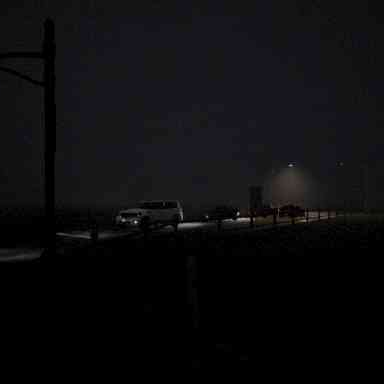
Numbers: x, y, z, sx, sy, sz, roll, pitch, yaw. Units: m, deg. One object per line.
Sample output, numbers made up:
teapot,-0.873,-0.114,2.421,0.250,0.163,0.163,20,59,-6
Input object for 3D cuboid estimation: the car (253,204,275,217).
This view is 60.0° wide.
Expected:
car,8.877,2.266,40.777,2.128,1.511,4.902,0,-1,36

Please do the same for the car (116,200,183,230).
car,-2.964,1.608,24.606,2.150,2.045,5.566,0,-1,36

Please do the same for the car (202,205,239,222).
car,2.849,2.067,32.547,2.128,1.511,4.902,0,-1,36

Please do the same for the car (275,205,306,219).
car,11.663,2.260,38.335,1.837,1.490,4.892,0,-1,36
